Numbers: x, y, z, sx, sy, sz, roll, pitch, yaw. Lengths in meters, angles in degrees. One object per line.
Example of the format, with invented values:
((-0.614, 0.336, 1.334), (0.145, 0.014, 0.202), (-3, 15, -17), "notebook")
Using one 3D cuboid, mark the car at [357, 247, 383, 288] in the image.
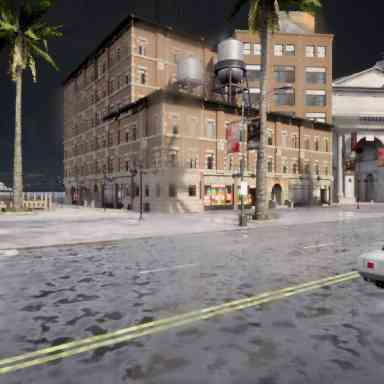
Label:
((6.039, 1.601, 7.922), (4.718, 1.301, 1.895), (0, 0, -35), "car")
